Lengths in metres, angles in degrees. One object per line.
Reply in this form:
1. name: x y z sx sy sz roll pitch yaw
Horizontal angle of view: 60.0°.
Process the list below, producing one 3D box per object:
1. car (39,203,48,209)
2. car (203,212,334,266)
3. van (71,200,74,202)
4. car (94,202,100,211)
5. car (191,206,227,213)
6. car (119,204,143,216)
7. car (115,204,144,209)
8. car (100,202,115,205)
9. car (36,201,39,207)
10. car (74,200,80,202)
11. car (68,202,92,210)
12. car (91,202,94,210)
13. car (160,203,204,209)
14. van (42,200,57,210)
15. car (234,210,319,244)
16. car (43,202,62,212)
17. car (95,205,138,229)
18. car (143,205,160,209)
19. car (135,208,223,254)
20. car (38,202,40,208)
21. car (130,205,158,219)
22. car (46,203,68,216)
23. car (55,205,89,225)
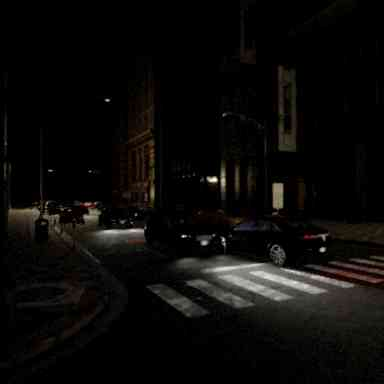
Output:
1. car: -35.526 3.219 79.477 1.802 1.307 4.206 0 -1 -26
2. car: 2.777 1.673 12.340 2.128 1.511 4.902 -1 -2 -32
3. van: -30.387 3.109 88.300 1.690 1.788 3.998 0 -1 -26
4. car: -15.447 2.705 58.194 1.802 1.307 4.206 0 -1 -26
5. car: 1.904 1.909 23.228 1.752 1.417 4.829 0 -1 -26
6. car: -7.979 2.354 43.144 2.008 1.369 4.403 0 -1 -26
7. car: -6.230 2.181 33.432 1.994 1.385 4.181 0 -1 -26
8. car: -12.958 2.582 53.177 1.947 1.339 4.313 0 -1 -26
9. car: -33.038 2.844 74.464 2.192 1.841 5.009 0 -1 -26
10. car: -27.972 3.188 83.432 1.752 1.417 4.829 0 -1 -26
11. car: -14.884 2.426 44.035 1.994 1.385 4.181 0 -1 -26
12. car: -17.938 2.670 63.213 1.967 1.590 4.097 0 -1 -26
13. car: -0.512 1.801 28.096 2.192 1.841 5.009 0 -1 -26
14. van: -25.569 2.548 59.412 1.690 1.788 3.998 0 -1 -26
15. car: 4.393 1.804 18.211 1.752 1.417 4.829 0 -1 -26
16. car: -20.587 2.575 49.373 1.802 1.307 4.206 0 -1 -26
17. car: -6.042 1.988 26.060 1.837 1.490 4.892 0 -1 -26
18. car: -3.000 2.136 33.110 1.887 1.381 4.507 0 -1 -26
19. car: -0.639 1.727 14.981 2.128 1.511 4.902 0 -1 -28
20. car: -30.546 3.004 69.442 1.802 1.307 4.206 0 -1 -26
21. car: -5.565 2.226 38.279 1.752 1.417 4.829 0 -1 -26
22. car: -18.098 2.469 44.356 1.802 1.307 4.206 0 -1 -26
23. car: -10.629 2.114 29.305 1.887 1.381 4.507 0 -1 -26
